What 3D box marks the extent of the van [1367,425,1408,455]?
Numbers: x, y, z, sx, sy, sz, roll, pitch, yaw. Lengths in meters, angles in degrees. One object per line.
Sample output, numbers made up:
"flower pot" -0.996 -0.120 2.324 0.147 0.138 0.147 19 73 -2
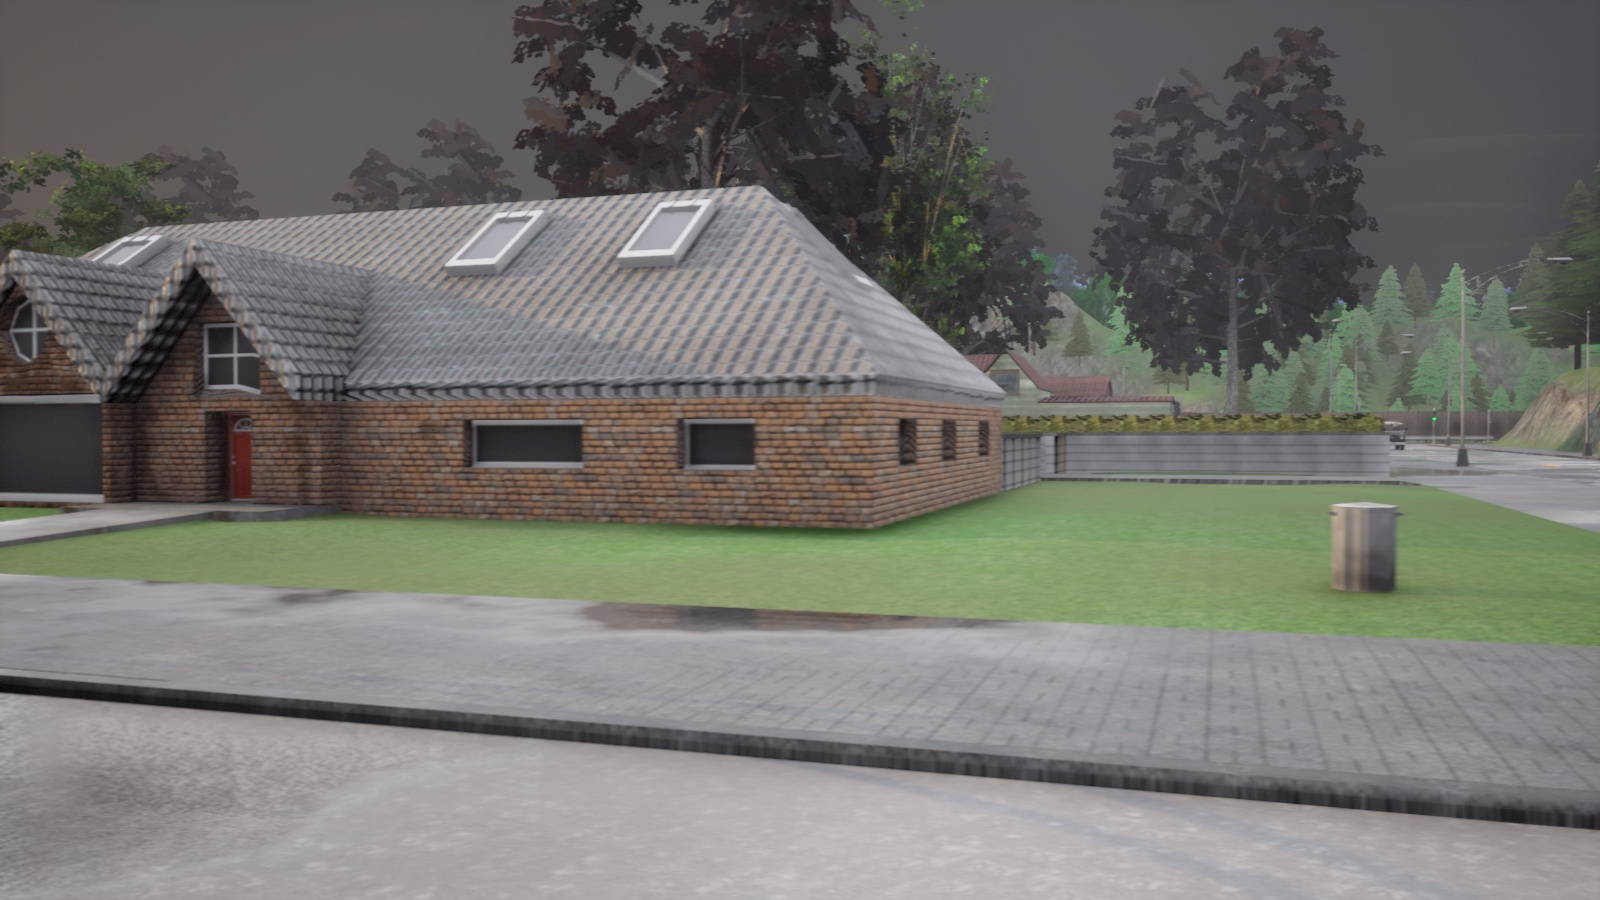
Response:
"van" 41.185 -0.691 88.071 2.069 2.038 4.480 1 1 19
